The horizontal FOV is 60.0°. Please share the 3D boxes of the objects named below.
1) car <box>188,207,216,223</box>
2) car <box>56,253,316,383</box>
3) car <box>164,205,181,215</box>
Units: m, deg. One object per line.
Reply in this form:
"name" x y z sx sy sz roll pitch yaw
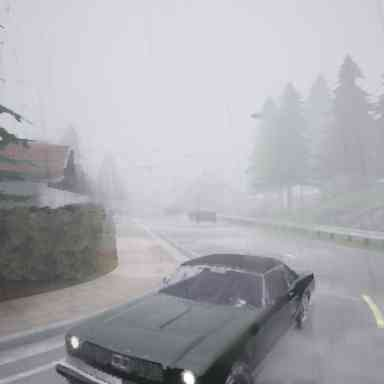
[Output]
"car" 0.950 2.256 33.328 1.882 1.535 5.008 0 -1 -14
"car" 0.461 1.720 5.033 1.895 1.301 4.718 -1 -2 31
"car" -2.894 2.613 49.299 2.033 1.411 5.357 0 -1 -14
